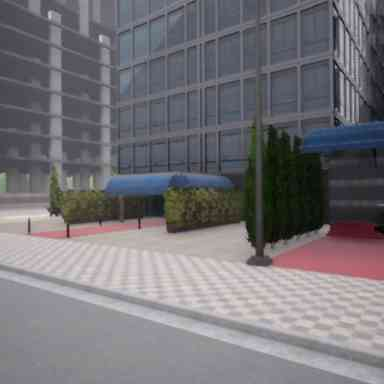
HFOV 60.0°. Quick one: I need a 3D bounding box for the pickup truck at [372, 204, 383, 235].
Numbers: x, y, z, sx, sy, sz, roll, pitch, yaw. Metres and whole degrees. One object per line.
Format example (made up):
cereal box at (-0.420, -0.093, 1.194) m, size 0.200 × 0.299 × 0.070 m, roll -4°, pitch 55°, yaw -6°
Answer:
pickup truck at (8.697, 1.043, 9.485) m, size 2.390 × 2.098 × 6.274 m, roll 0°, pitch 0°, yaw -24°
